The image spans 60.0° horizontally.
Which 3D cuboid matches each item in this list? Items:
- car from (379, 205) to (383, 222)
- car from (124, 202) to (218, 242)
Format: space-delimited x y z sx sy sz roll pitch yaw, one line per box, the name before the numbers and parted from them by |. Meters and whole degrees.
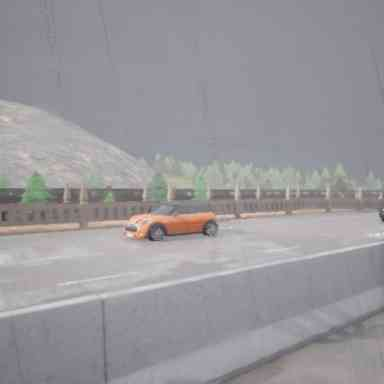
car | 15.622 1.138 23.719 5.566 2.045 2.150 0 0 -35
car | -0.965 1.324 16.198 4.553 1.767 2.097 0 0 -35
